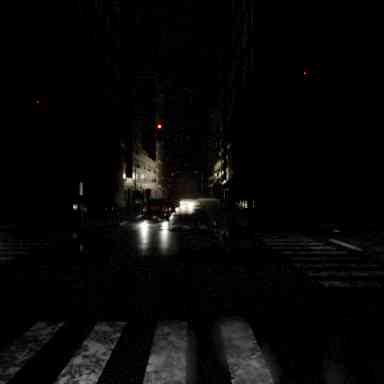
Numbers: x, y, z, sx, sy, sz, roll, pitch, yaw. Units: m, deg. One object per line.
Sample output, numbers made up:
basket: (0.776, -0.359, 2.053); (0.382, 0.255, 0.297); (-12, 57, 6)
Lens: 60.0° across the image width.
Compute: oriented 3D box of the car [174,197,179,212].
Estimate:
car: (-2.873, 1.544, 37.614); (1.994, 1.385, 4.181); (0, 0, 0)

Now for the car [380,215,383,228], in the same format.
car: (12.338, 1.279, 16.792); (5.009, 1.841, 2.192); (0, 0, 0)

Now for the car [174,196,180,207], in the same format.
car: (-2.870, 1.320, 48.796); (2.097, 1.767, 4.553); (0, 0, 0)

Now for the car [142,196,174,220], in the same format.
car: (-2.868, 1.340, 27.628); (2.097, 1.767, 4.553); (0, 0, 0)
